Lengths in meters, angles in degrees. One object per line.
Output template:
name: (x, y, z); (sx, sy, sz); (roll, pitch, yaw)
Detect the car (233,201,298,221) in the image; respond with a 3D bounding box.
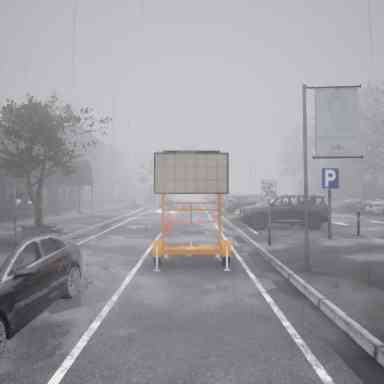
car: (5.676, 1.491, 26.181); (4.674, 1.452, 2.002); (0, 0, 0)

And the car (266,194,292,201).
car: (18.602, 1.139, 71.459); (4.892, 1.521, 2.231); (0, 1, 0)

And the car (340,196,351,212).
car: (18.716, 1.433, 35.369); (5.008, 1.535, 2.097); (0, 0, 0)

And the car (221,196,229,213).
car: (5.649, 1.441, 31.788); (5.008, 1.535, 2.097); (0, 0, 0)

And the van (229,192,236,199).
van: (5.780, 1.220, 28.985); (4.442, 1.987, 1.878); (0, 0, 0)

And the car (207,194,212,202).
car: (5.558, 1.079, 51.417); (5.566, 2.045, 2.435); (0, 1, 0)

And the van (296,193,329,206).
van: (18.780, 1.100, 52.028); (4.442, 1.987, 1.878); (0, 1, 0)

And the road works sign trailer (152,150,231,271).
road works sign trailer: (-0.027, 0.458, 10.831); (2.380, 3.560, 2.880); (0, 0, -1)

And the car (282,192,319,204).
car: (18.673, 1.021, 57.578); (5.566, 2.045, 2.435); (0, 1, 0)

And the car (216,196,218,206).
car: (5.654, 1.444, 40.200); (4.792, 1.488, 2.163); (0, 0, 0)

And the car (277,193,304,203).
car: (18.656, 1.093, 63.131); (4.553, 1.767, 2.185); (0, 1, 0)

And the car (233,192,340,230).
car: (5.664, 1.210, 20.574); (5.566, 2.045, 2.435); (0, 0, 0)

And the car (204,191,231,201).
car: (5.490, 0.890, 71.039); (5.566, 2.045, 2.435); (0, 1, 0)

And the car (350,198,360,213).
car: (18.725, 1.441, 32.591); (4.892, 1.521, 2.231); (0, 0, 0)

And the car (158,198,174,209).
car: (-3.341, 1.480, 43.482); (1.895, 1.301, 4.718); (0, 0, 0)

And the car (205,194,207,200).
car: (5.535, 1.235, 65.436); (4.674, 1.452, 2.002); (0, 1, 0)

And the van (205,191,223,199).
van: (5.363, 0.807, 82.252); (4.442, 1.987, 1.878); (0, 1, 0)

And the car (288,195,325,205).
car: (18.840, 1.296, 54.804); (5.366, 1.575, 1.946); (0, 1, 0)

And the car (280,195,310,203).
car: (18.606, 1.275, 60.355); (4.792, 1.488, 2.163); (0, 1, 0)

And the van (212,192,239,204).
van: (5.683, 1.050, 57.024); (4.442, 1.987, 1.878); (0, 1, 0)

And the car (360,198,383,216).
car: (18.712, 1.194, 29.817); (5.566, 2.045, 2.435); (0, 0, 0)

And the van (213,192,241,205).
van: (5.693, 1.077, 54.221); (4.442, 1.987, 1.878); (0, 1, 0)

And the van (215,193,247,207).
van: (5.712, 1.131, 48.617); (4.442, 1.987, 1.878); (0, 0, 0)

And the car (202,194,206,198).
car: (5.499, 0.917, 68.236); (5.566, 2.045, 2.435); (0, 1, 0)

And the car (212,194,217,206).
car: (5.612, 1.379, 45.811); (4.892, 1.521, 2.231); (0, 0, 0)

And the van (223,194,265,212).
van: (5.751, 1.199, 37.396); (4.442, 1.987, 1.878); (0, 0, 0)

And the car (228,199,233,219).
car: (5.498, 1.453, 23.378); (5.366, 1.575, 1.946); (0, 0, 0)

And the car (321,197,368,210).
car: (18.673, 1.442, 40.918); (4.792, 1.488, 2.163); (0, 0, 0)

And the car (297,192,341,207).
car: (18.702, 1.101, 49.251); (5.566, 2.045, 2.435); (0, 1, 0)

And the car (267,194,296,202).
car: (18.421, 1.162, 68.681); (5.366, 1.575, 1.946); (0, 1, 0)

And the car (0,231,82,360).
car: (-3.362, 1.493, 5.564); (2.128, 1.511, 4.902); (0, 0, 0)

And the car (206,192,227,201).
car: (5.477, 0.988, 73.844); (4.553, 1.767, 2.185); (0, 1, 0)

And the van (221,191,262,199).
van: (5.528, 1.209, 34.594); (4.442, 1.987, 1.878); (0, 0, 0)
